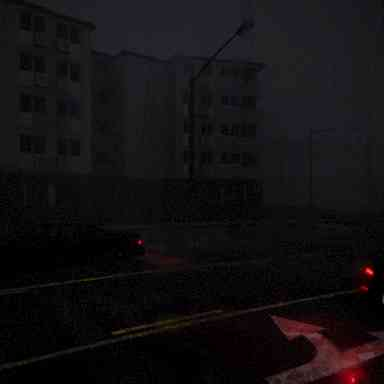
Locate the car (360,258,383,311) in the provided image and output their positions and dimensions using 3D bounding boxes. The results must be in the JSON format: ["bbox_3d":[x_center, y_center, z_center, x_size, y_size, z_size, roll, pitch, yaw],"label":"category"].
[{"bbox_3d":[5.181,1.526,6.056,4.674,1.442,1.812,0,0,-24],"label":"car"}]

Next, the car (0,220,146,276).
[{"bbox_3d":[-4.047,1.548,9.525,5.357,1.411,2.033,0,0,-31],"label":"car"}]
